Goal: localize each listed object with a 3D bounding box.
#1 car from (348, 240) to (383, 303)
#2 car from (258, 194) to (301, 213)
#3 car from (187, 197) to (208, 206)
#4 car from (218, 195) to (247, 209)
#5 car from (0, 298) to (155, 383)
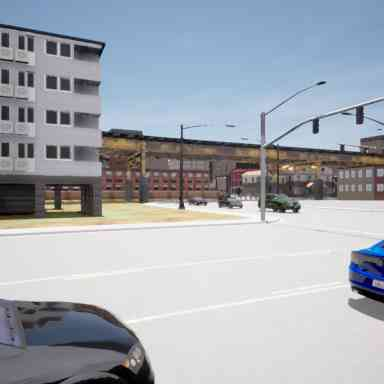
[{"bbox_3d":[5.554,1.478,6.907,5.008,1.535,1.882,0,0,-25],"label":"car"},{"bbox_3d":[9.641,1.222,37.280,2.150,2.045,5.566,0,0,-26],"label":"car"},{"bbox_3d":[0.846,1.547,55.884,2.033,1.411,5.357,0,0,-20],"label":"car"},{"bbox_3d":[5.267,1.526,46.433,1.812,1.442,4.674,0,0,-25],"label":"car"},{"bbox_3d":[-2.423,1.564,2.754,4.181,1.385,1.994,0,0,-32],"label":"car"}]
